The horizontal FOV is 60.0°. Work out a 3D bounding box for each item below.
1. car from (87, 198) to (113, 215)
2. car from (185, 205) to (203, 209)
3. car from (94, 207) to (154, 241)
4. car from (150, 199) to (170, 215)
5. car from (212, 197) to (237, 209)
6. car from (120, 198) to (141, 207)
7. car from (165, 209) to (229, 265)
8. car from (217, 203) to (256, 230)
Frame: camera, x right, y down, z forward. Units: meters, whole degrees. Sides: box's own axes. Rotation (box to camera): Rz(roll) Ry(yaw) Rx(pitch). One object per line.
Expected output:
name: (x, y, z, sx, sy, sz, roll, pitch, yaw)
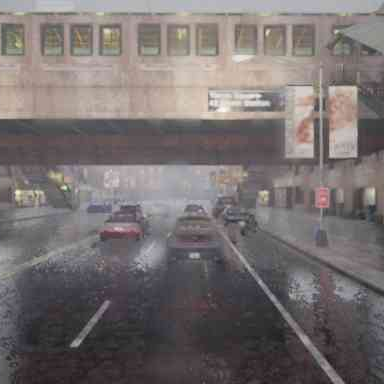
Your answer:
car: (-10.459, 1.743, 37.897, 1.882, 1.535, 5.008, 0, 0, 0)
car: (0.187, 1.738, 27.200, 2.033, 1.411, 5.357, 0, 0, 1)
car: (-3.383, 1.686, 17.376, 1.994, 1.385, 4.181, 0, 0, 0)
car: (-3.288, 1.759, 33.275, 1.812, 1.442, 4.674, 0, 0, 0)
car: (3.187, 1.454, 32.288, 2.435, 2.045, 5.566, 0, 0, 0)
car: (-6.959, 1.743, 37.899, 1.882, 1.535, 5.008, 0, 0, 0)
car: (0.087, 1.591, 12.029, 1.837, 1.490, 4.892, 0, 0, 0)
car: (3.231, 1.769, 24.889, 1.895, 1.301, 4.718, 0, 0, 0)
